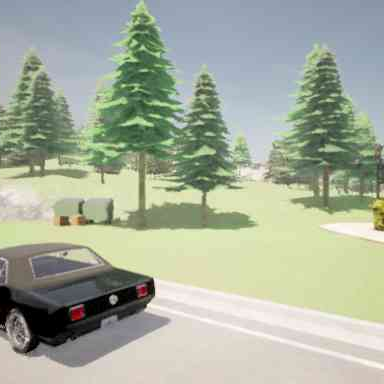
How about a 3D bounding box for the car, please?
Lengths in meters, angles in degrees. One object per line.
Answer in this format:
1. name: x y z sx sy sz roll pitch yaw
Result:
1. car: -3.008 1.613 6.140 4.718 1.301 1.895 0 0 36
